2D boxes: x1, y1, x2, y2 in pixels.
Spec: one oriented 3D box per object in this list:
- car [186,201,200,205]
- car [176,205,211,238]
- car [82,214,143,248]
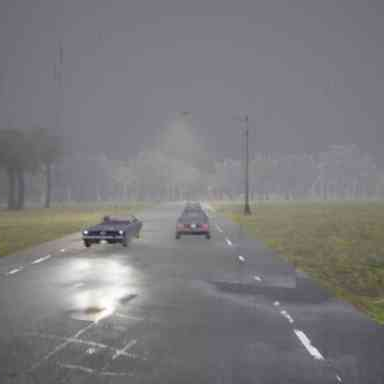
[{"bbox_3d":[0.105,1.785,42.341,1.994,1.385,4.181,0,0,0],"label":"car"},{"bbox_3d":[0.069,1.688,18.483,2.033,1.411,5.357,0,0,0],"label":"car"},{"bbox_3d":[-3.573,1.729,15.623,1.895,1.301,4.718,0,0,0],"label":"car"}]
